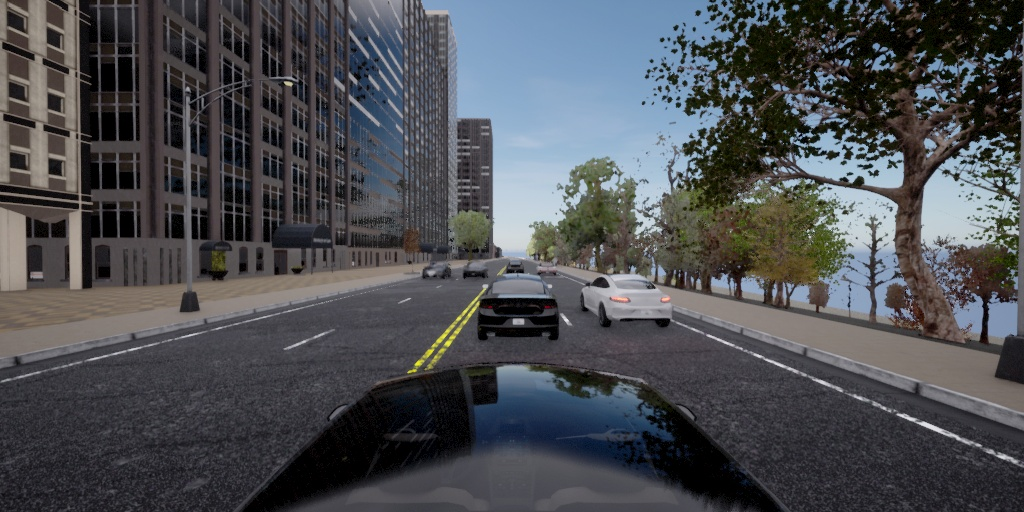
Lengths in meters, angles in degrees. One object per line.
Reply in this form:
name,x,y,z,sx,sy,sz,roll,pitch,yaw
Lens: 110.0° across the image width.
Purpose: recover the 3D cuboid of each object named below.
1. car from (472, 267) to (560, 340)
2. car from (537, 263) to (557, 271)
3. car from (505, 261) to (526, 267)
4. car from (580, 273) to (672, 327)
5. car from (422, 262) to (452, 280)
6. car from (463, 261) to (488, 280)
car,0.155,1.226,9.979,1.882,1.535,5.008,0,0,0
car,3.591,1.346,37.968,1.895,1.301,4.718,0,0,0
car,0.337,1.250,37.324,1.837,1.490,4.892,0,0,0
car,3.412,1.274,11.360,1.812,1.442,4.674,0,0,0
car,-6.398,1.238,30.906,2.128,1.511,4.902,0,0,0
car,-3.141,1.224,31.664,1.882,1.535,5.008,0,0,1
